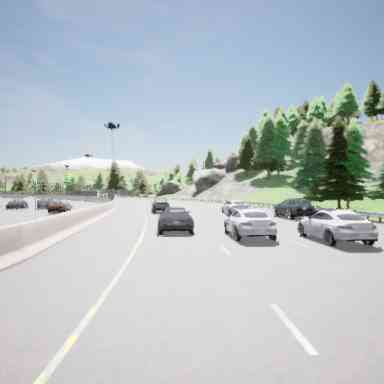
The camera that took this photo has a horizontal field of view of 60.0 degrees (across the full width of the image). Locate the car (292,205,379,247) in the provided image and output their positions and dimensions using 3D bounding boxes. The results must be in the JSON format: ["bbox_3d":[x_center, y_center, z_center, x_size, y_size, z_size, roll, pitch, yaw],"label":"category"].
[{"bbox_3d":[6.405,1.515,15.007,1.812,1.442,4.674,0,0,-4],"label":"car"}]

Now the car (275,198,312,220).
[{"bbox_3d":[8.518,1.338,28.100,2.097,1.767,4.553,0,0,-7],"label":"car"}]

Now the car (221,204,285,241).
[{"bbox_3d":[2.785,1.522,16.453,1.812,1.442,4.674,0,0,-4],"label":"car"}]

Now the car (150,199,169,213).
[{"bbox_3d":[-3.553,1.502,36.967,2.128,1.511,4.902,0,0,-10],"label":"car"}]

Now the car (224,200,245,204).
[{"bbox_3d":[4.259,1.521,32.989,1.812,1.442,4.674,0,0,-9],"label":"car"}]

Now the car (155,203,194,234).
[{"bbox_3d":[-1.006,1.568,19.331,1.994,1.385,4.181,0,0,-6],"label":"car"}]
